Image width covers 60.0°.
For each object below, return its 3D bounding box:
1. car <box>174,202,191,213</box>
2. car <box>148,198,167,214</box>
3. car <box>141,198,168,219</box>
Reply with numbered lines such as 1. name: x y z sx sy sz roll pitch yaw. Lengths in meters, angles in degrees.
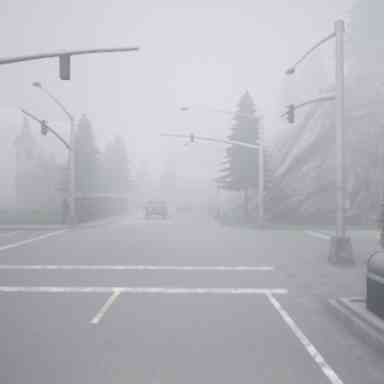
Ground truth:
1. car: -1.371 2.099 47.353 2.128 1.511 4.902 0 -1 -11
2. car: -4.765 1.804 45.450 2.150 2.045 5.566 0 -1 -11
3. car: -3.718 1.673 35.162 2.150 2.045 5.566 0 -1 -2
